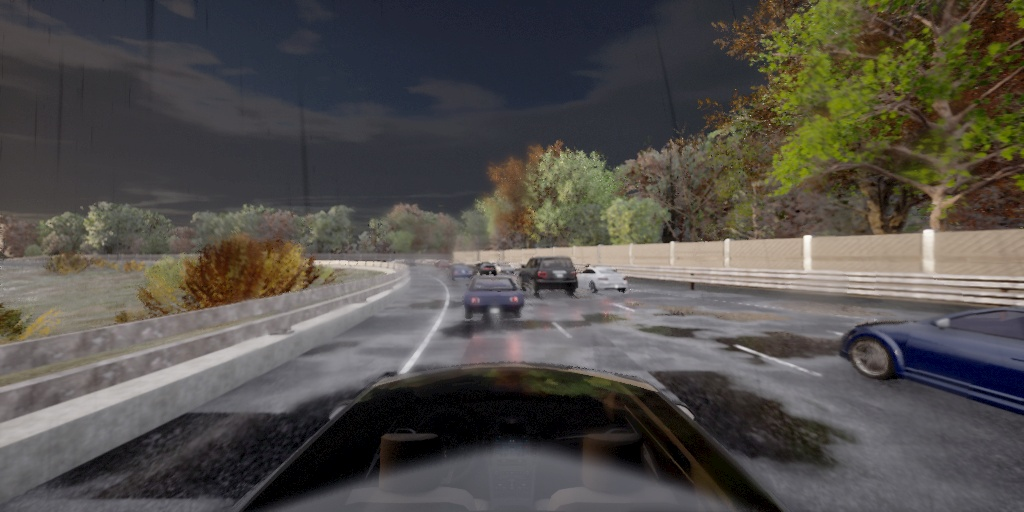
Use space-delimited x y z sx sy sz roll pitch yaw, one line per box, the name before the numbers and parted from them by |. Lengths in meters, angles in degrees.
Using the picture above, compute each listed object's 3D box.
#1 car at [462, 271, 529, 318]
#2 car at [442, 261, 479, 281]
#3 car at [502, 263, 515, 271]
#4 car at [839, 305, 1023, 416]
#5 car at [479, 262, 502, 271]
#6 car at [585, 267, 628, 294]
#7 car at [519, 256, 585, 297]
car | -0.775 1.400 13.248 1.895 1.301 4.718 0 0 -6
car | -4.753 1.431 32.146 2.033 1.411 5.357 0 0 -17
car | -1.309 1.522 42.849 1.895 1.301 4.718 0 0 -22
car | 6.818 1.314 4.598 1.994 1.385 4.181 0 0 -1
car | -2.939 1.407 37.459 1.837 1.490 4.892 0 0 -19
car | 5.024 1.345 20.884 1.812 1.442 4.674 0 0 -10
car | 1.826 1.042 19.560 2.150 2.045 5.566 0 0 -9
